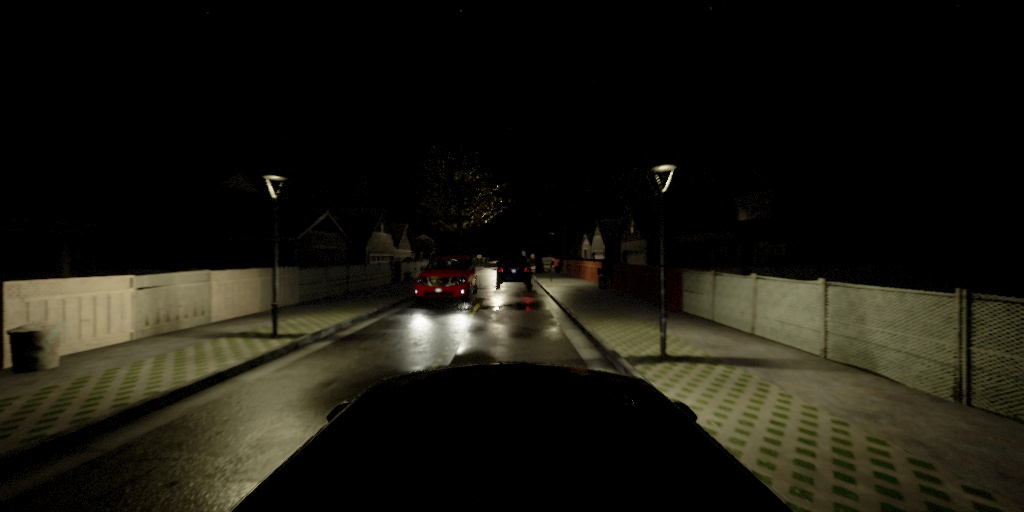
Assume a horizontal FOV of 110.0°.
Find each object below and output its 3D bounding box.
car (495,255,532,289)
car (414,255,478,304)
[{"bbox_3d":[0.099,0.960,23.329,2.150,2.045,5.566,0,0,0],"label":"car"},{"bbox_3d":[-2.846,0.963,16.636,2.150,2.045,5.566,0,0,0],"label":"car"}]
